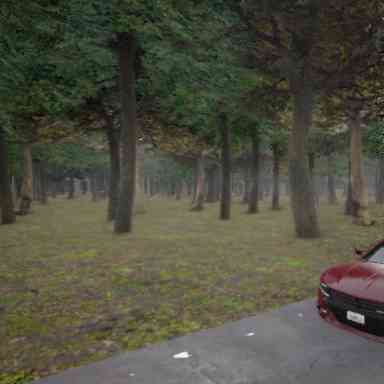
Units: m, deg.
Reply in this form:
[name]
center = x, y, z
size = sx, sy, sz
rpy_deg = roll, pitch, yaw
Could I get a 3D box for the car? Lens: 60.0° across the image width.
[car]
center = 4.355, 1.486, 6.123
size = 5.008, 1.535, 1.882
rpy_deg = 0, 0, -35
